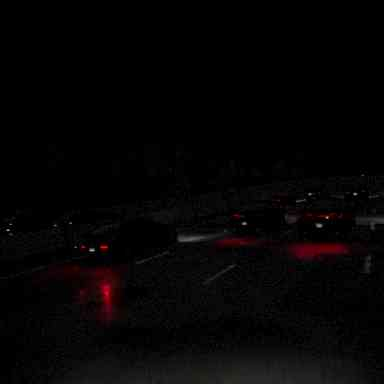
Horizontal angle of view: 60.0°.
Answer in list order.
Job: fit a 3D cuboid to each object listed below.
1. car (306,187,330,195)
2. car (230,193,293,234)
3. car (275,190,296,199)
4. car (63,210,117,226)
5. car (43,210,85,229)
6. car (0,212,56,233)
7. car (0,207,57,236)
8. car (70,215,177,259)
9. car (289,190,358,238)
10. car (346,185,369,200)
[{"bbox_3d":[12.897,0.262,33.978,2.128,1.511,4.902,-5,1,30],"label":"car"},{"bbox_3d":[3.626,1.187,17.560,1.882,1.535,5.008,-5,0,30],"label":"car"},{"bbox_3d":[9.853,0.566,35.678,1.812,1.442,4.674,-5,1,30],"label":"car"},{"bbox_3d":[-7.491,2.291,26.640,1.895,1.301,4.718,-5,0,30],"label":"car"},{"bbox_3d":[-10.002,2.400,29.306,2.128,1.511,4.902,-5,0,30],"label":"car"},{"bbox_3d":[-16.050,2.971,32.781,1.812,1.442,4.674,-5,0,30],"label":"car"},{"bbox_3d":[-14.159,2.505,29.085,2.150,2.045,5.566,-5,0,30],"label":"car"},{"bbox_3d":[-2.448,1.778,13.896,1.812,1.442,4.674,-5,0,30],"label":"car"},{"bbox_3d":[5.946,0.983,14.570,1.882,1.535,5.008,-5,0,30],"label":"car"},{"bbox_3d":[15.993,0.058,32.353,1.994,1.385,4.181,-5,1,30],"label":"car"}]
